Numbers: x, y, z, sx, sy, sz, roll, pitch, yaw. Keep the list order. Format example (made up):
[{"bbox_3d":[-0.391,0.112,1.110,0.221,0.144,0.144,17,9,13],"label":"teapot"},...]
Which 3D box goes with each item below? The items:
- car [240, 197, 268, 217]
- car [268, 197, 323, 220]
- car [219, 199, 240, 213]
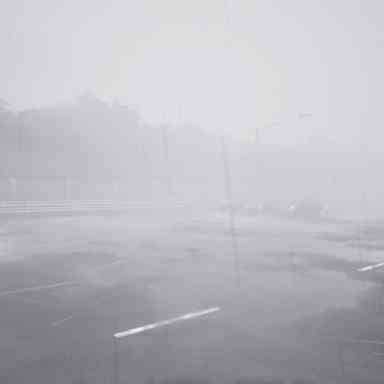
[{"bbox_3d":[6.954,1.275,30.427,4.553,1.767,2.097,0,0,-37],"label":"car"},{"bbox_3d":[8.773,1.289,27.413,4.553,1.767,2.097,0,0,-37],"label":"car"},{"bbox_3d":[4.652,1.348,33.107,4.181,1.385,1.994,0,-1,-37],"label":"car"}]
